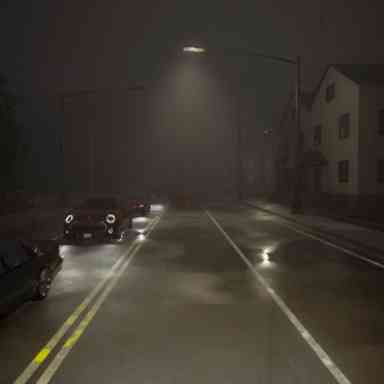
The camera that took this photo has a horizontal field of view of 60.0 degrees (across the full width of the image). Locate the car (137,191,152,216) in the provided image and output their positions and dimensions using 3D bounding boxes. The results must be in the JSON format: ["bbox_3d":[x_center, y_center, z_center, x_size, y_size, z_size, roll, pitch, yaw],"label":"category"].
[{"bbox_3d":[-4.136,0.873,24.414,1.812,1.442,4.674,0,2,-1],"label":"car"}]

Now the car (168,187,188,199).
[{"bbox_3d":[-2.053,0.055,47.835,2.097,1.767,4.553,-1,2,-16],"label":"car"}]

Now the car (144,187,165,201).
[{"bbox_3d":[-4.428,0.171,39.946,2.128,1.511,4.902,0,2,-1],"label":"car"}]

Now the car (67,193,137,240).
[{"bbox_3d":[-3.915,0.967,14.525,2.097,1.767,4.553,0,2,-1],"label":"car"}]

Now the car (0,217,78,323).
[{"bbox_3d":[-3.690,1.418,5.071,2.033,1.411,5.357,0,2,-1],"label":"car"}]
